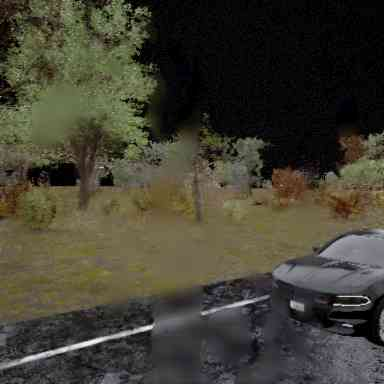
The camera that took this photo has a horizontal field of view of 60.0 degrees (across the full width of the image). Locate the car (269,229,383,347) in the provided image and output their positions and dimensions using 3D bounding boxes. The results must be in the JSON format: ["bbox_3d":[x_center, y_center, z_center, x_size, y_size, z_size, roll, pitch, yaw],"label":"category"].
[{"bbox_3d":[3.670,1.496,6.522,5.008,1.535,1.882,1,0,-35],"label":"car"}]
